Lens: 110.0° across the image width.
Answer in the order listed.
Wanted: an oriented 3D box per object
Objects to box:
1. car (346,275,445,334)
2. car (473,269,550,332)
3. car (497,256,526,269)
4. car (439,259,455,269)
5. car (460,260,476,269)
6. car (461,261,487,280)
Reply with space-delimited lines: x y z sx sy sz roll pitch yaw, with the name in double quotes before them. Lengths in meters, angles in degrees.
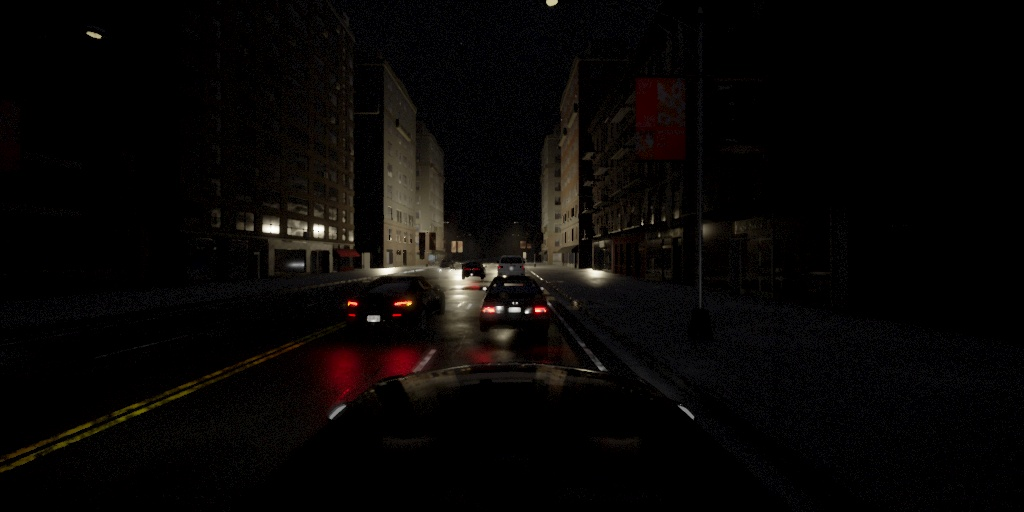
"car" -3.200 1.276 10.558 1.812 1.442 4.674 0 0 0
"car" 0.049 1.298 10.841 2.033 1.411 5.357 0 0 0
"car" -0.061 0.982 29.374 2.150 2.045 5.566 0 0 0
"car" -10.110 1.291 55.876 1.837 1.490 4.892 0 0 0
"car" -6.857 1.387 56.710 1.895 1.301 4.718 0 0 0
"car" -3.323 1.266 31.716 1.837 1.490 4.892 0 0 -1
